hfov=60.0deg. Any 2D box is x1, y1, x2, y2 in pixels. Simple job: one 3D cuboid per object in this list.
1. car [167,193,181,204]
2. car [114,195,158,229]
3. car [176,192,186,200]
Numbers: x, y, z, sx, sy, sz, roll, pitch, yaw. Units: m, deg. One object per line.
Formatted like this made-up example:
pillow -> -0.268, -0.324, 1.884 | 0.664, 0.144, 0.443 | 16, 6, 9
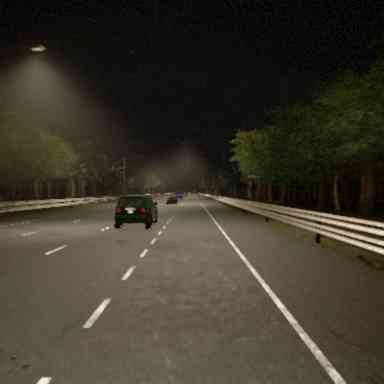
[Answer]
car -> -3.515, 1.457, 60.730 | 1.812, 1.442, 4.674 | 0, 0, 0
car -> -3.504, 1.210, 21.648 | 2.150, 2.045, 5.566 | 0, 0, 0
car -> -3.523, 1.129, 90.459 | 2.150, 2.045, 5.566 | 0, 0, 0
